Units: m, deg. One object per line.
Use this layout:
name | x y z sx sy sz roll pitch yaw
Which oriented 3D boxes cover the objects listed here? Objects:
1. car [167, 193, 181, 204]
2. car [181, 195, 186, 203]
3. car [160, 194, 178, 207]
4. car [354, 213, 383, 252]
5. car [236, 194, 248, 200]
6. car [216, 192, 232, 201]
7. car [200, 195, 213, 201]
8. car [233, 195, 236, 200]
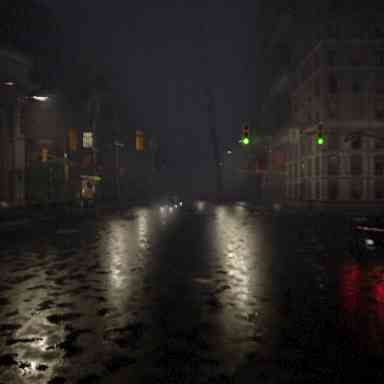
car | -3.510 1.132 58.920 2.150 2.045 5.566 0 0 0
car | -2.581 1.373 69.069 1.882 1.535 5.008 0 0 10
car | -3.508 1.474 48.782 2.033 1.411 5.357 0 0 0
car | 8.197 1.473 12.301 4.902 1.511 2.128 0 0 -26
car | 12.558 1.349 85.338 1.882 1.535 5.008 0 0 41
car | 7.167 1.239 76.636 2.097 1.767 4.553 0 0 25
car | 3.264 1.408 76.432 1.812 1.442 4.674 0 0 22
car | 8.217 1.084 85.423 2.150 2.045 5.566 0 0 38
